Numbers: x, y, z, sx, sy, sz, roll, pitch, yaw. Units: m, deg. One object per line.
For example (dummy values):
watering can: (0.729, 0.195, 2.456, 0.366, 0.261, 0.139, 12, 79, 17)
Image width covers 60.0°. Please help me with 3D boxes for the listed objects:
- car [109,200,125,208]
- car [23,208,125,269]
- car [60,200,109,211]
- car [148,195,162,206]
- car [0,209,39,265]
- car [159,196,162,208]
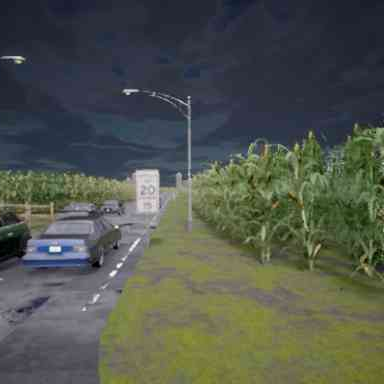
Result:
car: (-7.487, 1.432, 31.191, 1.994, 1.385, 4.181, 0, 0, -3)
car: (-3.613, 1.488, 10.969, 2.033, 1.411, 5.357, 0, 0, -3)
car: (-6.974, 1.410, 20.901, 2.128, 1.511, 4.902, 0, 0, -3)
car: (-5.665, 1.242, 51.158, 1.837, 1.490, 4.892, 0, 0, -3)
car: (-6.385, 1.323, 9.323, 2.097, 1.767, 4.553, 0, 0, -3)
car: (-5.101, 1.357, 41.120, 1.994, 1.385, 4.181, 0, 0, -2)
